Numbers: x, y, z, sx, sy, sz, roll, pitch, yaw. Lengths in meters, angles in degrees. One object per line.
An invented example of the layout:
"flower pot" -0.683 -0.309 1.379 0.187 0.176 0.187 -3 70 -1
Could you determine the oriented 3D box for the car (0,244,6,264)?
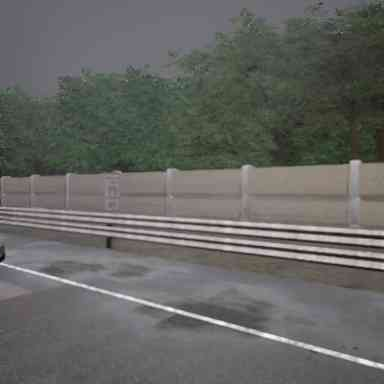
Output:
"car" -7.274 1.546 8.834 4.718 1.301 1.895 0 0 26
